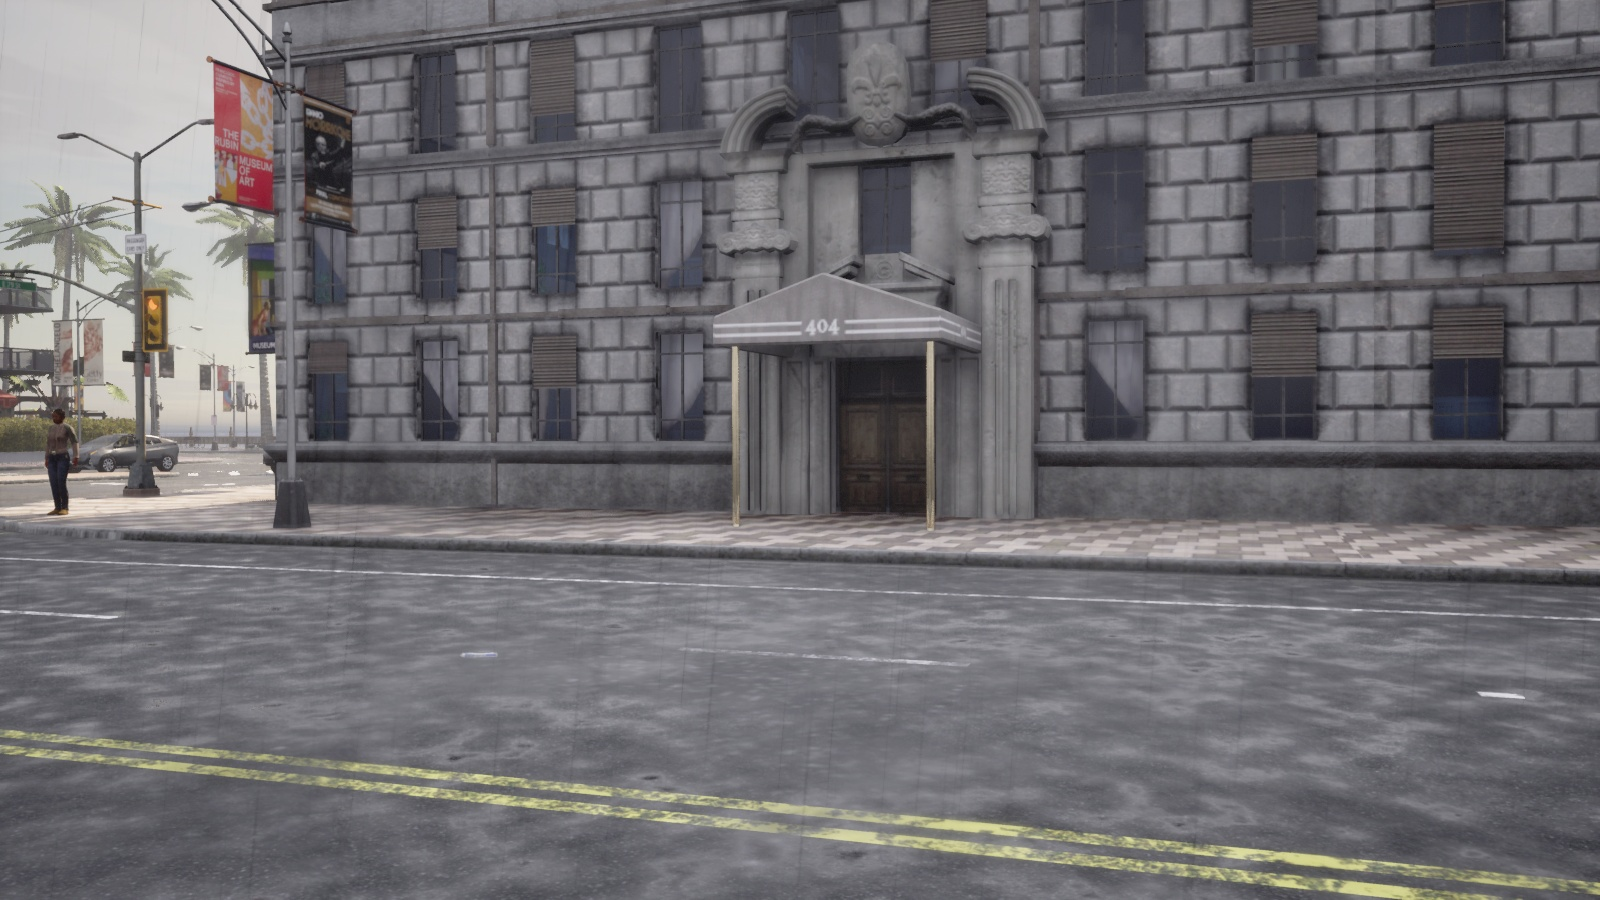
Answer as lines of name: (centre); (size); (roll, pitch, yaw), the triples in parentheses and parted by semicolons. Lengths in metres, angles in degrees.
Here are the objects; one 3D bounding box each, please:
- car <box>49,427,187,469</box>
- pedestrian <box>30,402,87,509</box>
car: (-26.233, -0.102, 48.491); (2.007, 1.525, 4.514); (1, 1, 19)
pedestrian: (-12.728, 0.090, 21.561); (0.328, 1.805, 0.869); (0, 1, 12)
